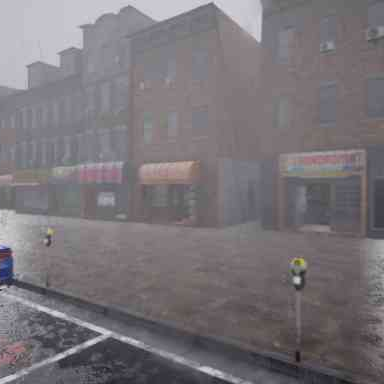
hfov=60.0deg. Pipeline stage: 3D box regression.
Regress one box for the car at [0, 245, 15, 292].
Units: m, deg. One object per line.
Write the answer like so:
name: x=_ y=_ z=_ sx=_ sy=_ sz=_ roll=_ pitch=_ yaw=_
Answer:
car: x=-6.017 y=1.459 z=7.565 sx=5.008 sy=1.535 sz=1.882 roll=0 pitch=0 yaw=35
